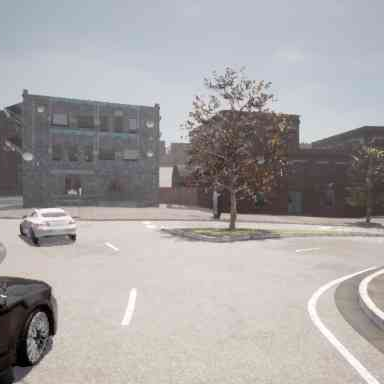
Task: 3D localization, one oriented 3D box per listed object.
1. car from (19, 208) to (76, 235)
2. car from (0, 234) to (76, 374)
[{"bbox_3d":[-6.926,1.499,15.919,1.812,1.442,4.674,0,0,-35],"label":"car"},{"bbox_3d":[-3.096,1.492,2.973,2.128,1.511,4.902,0,0,8],"label":"car"}]
